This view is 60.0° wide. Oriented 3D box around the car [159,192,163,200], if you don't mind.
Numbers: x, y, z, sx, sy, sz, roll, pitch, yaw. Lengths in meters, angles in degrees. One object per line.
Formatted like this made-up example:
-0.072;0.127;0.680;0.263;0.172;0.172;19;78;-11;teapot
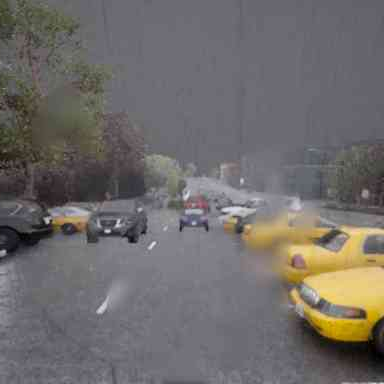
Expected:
-8.803;1.197;65.523;4.792;1.488;2.163;0;0;0;car

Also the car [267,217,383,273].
4.728;1.513;7.852;5.366;1.575;1.946;0;-1;0;car

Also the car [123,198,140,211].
-7.762;1.565;42.816;1.895;1.301;4.718;-1;2;-8;car

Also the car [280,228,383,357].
4.356;1.495;5.199;5.366;1.575;1.946;0;0;0;car

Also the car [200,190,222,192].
4.271;1.045;62.790;4.553;1.767;2.185;0;0;0;car

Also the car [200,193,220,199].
4.354;0.964;82.301;4.792;1.488;2.163;0;1;0;car

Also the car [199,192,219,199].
4.299;0.893;85.087;4.792;1.488;2.163;0;2;0;car

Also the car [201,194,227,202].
4.311;1.167;65.569;5.008;1.535;2.097;0;0;0;car

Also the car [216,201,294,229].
4.543;1.661;24.629;5.008;1.535;2.097;0;-1;0;car

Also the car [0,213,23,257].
-8.508;1.570;10.791;4.792;1.488;2.163;0;-1;0;car

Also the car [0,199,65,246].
-8.564;1.313;13.563;5.566;2.045;2.435;0;-1;0;car

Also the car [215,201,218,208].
4.579;1.716;27.405;4.792;1.488;2.163;0;-1;0;car

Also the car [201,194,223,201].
4.344;1.128;73.932;4.792;1.488;2.163;0;1;0;car

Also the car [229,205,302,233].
4.539;1.589;16.301;4.892;1.521;2.231;0;0;0;car

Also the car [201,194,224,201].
4.318;1.132;71.153;4.892;1.521;2.231;0;1;0;car

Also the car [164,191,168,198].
-8.756;1.055;76.557;5.008;1.535;2.097;0;1;0;car

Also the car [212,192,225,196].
4.325;1.193;57.220;4.792;1.488;2.163;0;0;0;car

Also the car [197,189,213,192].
4.280;0.902;68.362;5.566;2.045;2.435;0;0;0;car

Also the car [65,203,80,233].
-8.529;1.678;21.870;4.674;1.452;2.002;0;-1;0;car

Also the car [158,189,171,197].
-8.560;0.697;90.495;5.366;1.575;1.946;0;2;0;car

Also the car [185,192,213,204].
0.626;1.414;35.990;2.150;2.045;5.566;0;2;10;car

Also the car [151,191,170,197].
-8.747;0.603;93.283;5.008;1.535;2.097;0;2;0;car

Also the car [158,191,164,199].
-8.957;1.151;68.315;5.366;1.575;1.946;0;0;0;car

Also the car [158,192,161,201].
-8.780;1.211;62.611;4.674;1.452;2.002;0;0;0;car

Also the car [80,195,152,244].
-3.590;1.336;16.921;2.150;2.045;5.566;0;-1;0;car

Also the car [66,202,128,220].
-8.524;1.710;30.057;5.008;1.535;2.097;0;-1;0;car

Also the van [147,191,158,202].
-8.658;0.940;57.153;4.442;1.987;1.878;1;0;0;van

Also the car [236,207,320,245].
4.730;1.560;13.525;5.366;1.575;1.946;0;-1;0;car

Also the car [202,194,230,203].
4.270;1.197;60.004;4.792;1.488;2.163;0;0;0;car

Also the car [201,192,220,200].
4.353;0.872;79.510;4.553;1.767;2.185;0;1;0;car

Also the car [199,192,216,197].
4.335;0.636;93.439;4.674;1.452;2.002;0;2;0;car

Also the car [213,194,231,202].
4.133;1.472;42.381;2.033;1.411;5.357;1;2;12;car

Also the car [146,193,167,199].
-8.749;0.937;82.264;4.892;1.521;2.231;0;1;0;car

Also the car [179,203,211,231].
0.117;1.683;21.806;1.812;1.442;4.674;0;-1;0;car

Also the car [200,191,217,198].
4.300;0.658;87.869;4.553;1.767;2.185;0;2;0;car

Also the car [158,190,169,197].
-8.753;1.002;79.347;5.008;1.535;2.097;0;1;0;car

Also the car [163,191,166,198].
-8.953;1.129;71.111;5.366;1.575;1.946;0;0;0;car
